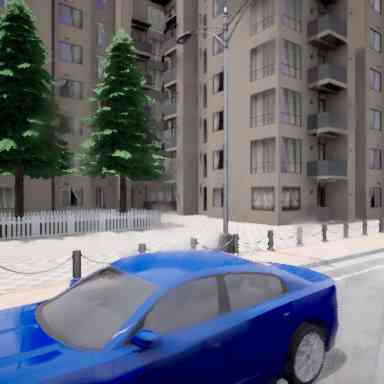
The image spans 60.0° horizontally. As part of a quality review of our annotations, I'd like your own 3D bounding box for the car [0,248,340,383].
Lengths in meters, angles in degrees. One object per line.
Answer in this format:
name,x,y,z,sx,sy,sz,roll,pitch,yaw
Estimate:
car,-0.353,1.477,3.742,5.008,1.535,1.882,0,0,-36
